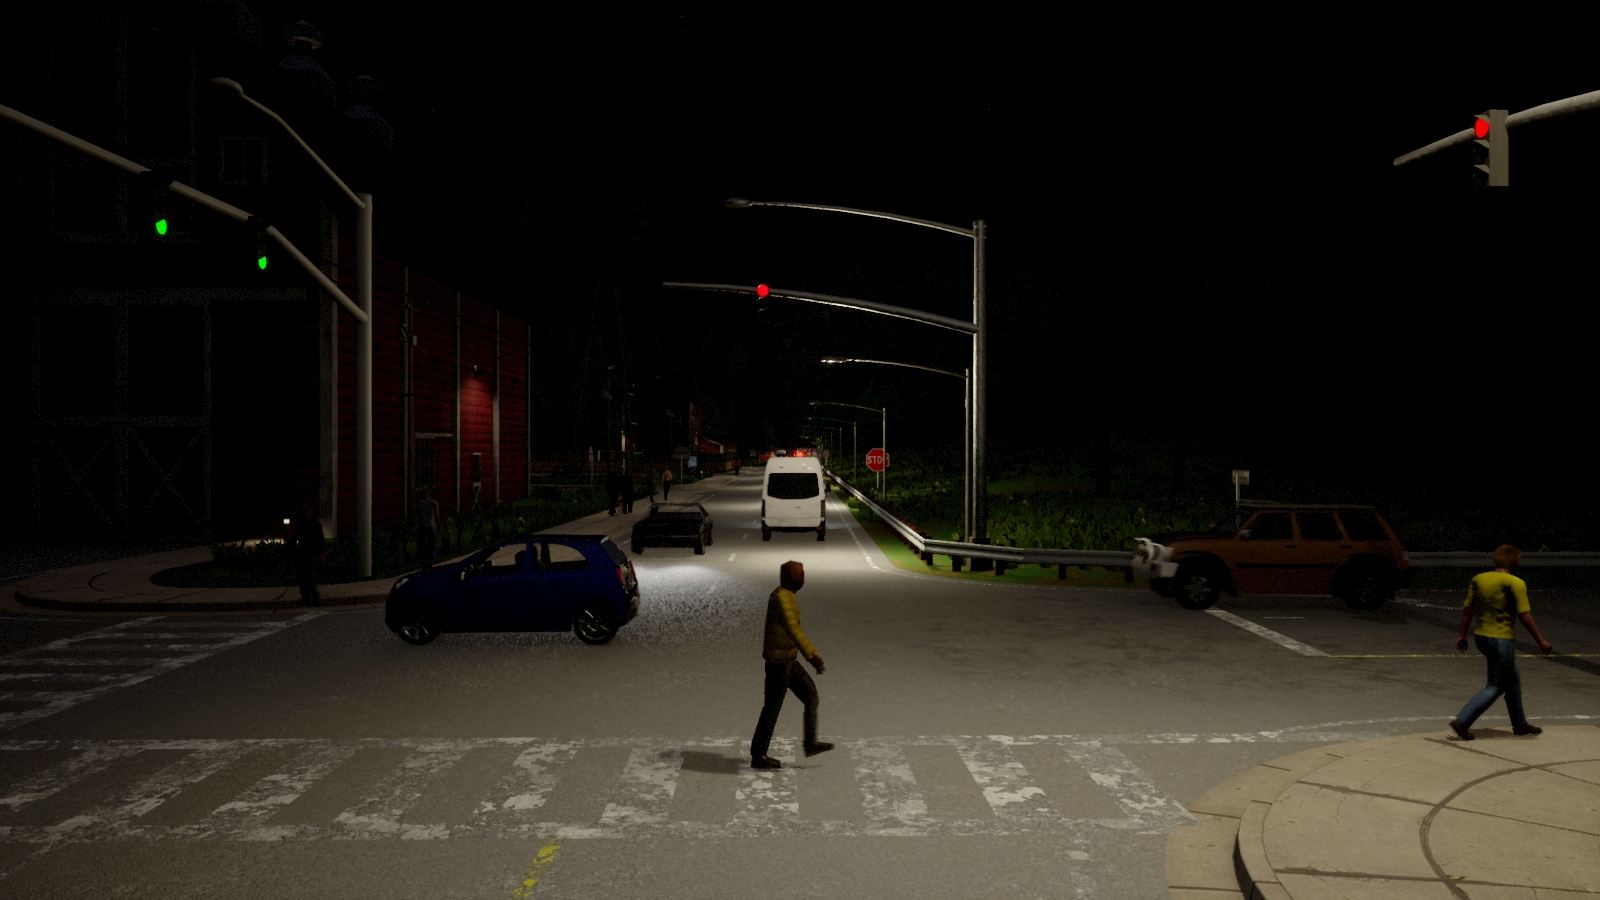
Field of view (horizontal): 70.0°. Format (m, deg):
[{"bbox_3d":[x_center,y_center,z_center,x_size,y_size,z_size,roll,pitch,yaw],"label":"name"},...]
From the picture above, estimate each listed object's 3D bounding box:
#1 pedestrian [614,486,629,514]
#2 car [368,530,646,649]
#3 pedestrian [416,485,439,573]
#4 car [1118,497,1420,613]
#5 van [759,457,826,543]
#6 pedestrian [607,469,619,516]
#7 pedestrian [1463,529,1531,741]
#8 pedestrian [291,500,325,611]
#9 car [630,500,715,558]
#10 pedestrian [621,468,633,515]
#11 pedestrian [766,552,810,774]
[{"bbox_3d":[-7.340,2.048,46.962,0.500,1.100,0.500,0,0,7],"label":"pedestrian"},{"bbox_3d":[-4.210,2.007,16.864,3.633,1.501,1.845,0,0,-1],"label":"car"},{"bbox_3d":[-8.003,1.680,24.524,0.375,1.860,0.375,0,0,0],"label":"pedestrian"},{"bbox_3d":[8.247,1.825,20.420,4.605,1.855,1.932,0,0,2],"label":"car"},{"bbox_3d":[-0.159,1.512,37.156,1.988,2.561,5.915,0,0,1],"label":"van"},{"bbox_3d":[-7.380,1.669,45.045,0.375,1.860,0.375,0,0,8],"label":"pedestrian"},{"bbox_3d":[6.330,1.663,10.388,0.375,1.860,0.375,0,0,-8],"label":"pedestrian"},{"bbox_3d":[-8.465,1.807,19.668,0.375,1.860,0.375,0,0,26],"label":"pedestrian"},{"bbox_3d":[-3.455,2.136,31.771,1.895,1.301,4.718,0,0,0],"label":"car"},{"bbox_3d":[-6.970,1.667,46.007,0.375,1.860,0.375,0,0,17],"label":"pedestrian"},{"bbox_3d":[-0.101,1.830,9.920,0.375,1.860,0.375,0,0,0],"label":"pedestrian"}]
